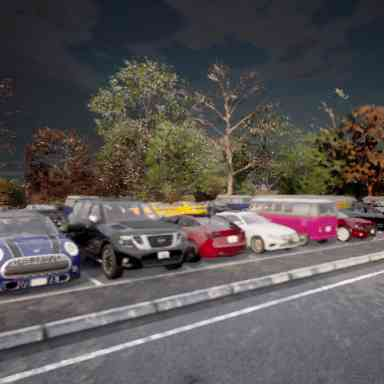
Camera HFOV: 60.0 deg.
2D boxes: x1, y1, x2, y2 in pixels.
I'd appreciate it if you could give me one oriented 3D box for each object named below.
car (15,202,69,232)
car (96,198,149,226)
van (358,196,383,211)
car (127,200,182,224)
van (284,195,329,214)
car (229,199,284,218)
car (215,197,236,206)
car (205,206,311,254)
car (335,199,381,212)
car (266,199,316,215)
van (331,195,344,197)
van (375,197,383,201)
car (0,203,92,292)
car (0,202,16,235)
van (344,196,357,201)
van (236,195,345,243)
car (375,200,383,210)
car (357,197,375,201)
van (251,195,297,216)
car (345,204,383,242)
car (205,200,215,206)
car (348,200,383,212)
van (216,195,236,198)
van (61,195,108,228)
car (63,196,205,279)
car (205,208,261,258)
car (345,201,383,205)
[{"bbox_3d":[-9.746,1.477,21.365,2.231,1.521,4.892,0,0,-35],"label":"car"},{"bbox_3d":[-5.219,1.366,24.560,2.185,1.767,4.553,0,0,-35],"label":"car"},{"bbox_3d":[26.160,1.659,47.106,1.878,1.987,4.442,1,-1,-35],"label":"van"},{"bbox_3d":[-3.080,1.499,26.117,2.097,1.535,5.008,0,0,-35],"label":"car"},{"bbox_3d":[12.756,1.344,37.267,1.878,1.987,4.442,1,0,-35],"label":"van"},{"bbox_3d":[6.151,1.528,32.475,1.946,1.575,5.366,0,0,-36],"label":"car"},{"bbox_3d":[1.534,1.516,29.405,2.231,1.521,4.892,0,0,-35],"label":"car"},{"bbox_3d":[2.191,1.532,13.821,2.002,1.452,4.674,0,0,-35],"label":"car"},{"bbox_3d":[21.819,1.782,43.862,2.097,1.535,5.008,1,-1,-35],"label":"car"},{"bbox_3d":[10.551,1.547,35.844,2.097,1.535,5.008,0,0,-35],"label":"car"},{"bbox_3d":[14.985,1.399,39.141,1.878,1.987,4.442,1,-1,-35],"label":"van"},{"bbox_3d":[15.825,1.313,23.392,1.878,1.987,4.442,0,0,-35],"label":"van"},{"bbox_3d":[-4.604,1.345,9.014,2.185,1.767,4.553,0,0,-35],"label":"car"},{"bbox_3d":[-11.896,1.466,19.614,1.946,1.575,5.366,0,0,-35],"label":"car"},{"bbox_3d":[17.138,1.449,40.676,1.878,1.987,4.442,1,-1,-35],"label":"van"},{"bbox_3d":[4.386,1.274,15.526,1.878,1.987,4.442,0,0,-35],"label":"van"},{"bbox_3d":[30.841,1.991,50.292,2.097,1.535,5.008,1,-1,-35],"label":"car"},{"bbox_3d":[19.479,1.476,42.166,2.435,2.045,5.566,1,-1,-35],"label":"car"},{"bbox_3d":[8.366,1.313,34.137,1.878,1.987,4.442,0,0,-35],"label":"van"},{"bbox_3d":[6.711,1.507,17.046,2.097,1.535,5.008,0,0,-35],"label":"car"},{"bbox_3d":[-0.722,1.507,27.798,2.097,1.535,5.008,0,0,-35],"label":"car"},{"bbox_3d":[24.072,1.874,45.472,2.002,1.452,4.674,1,-1,-35],"label":"car"},{"bbox_3d":[3.719,1.297,31.113,1.878,1.987,4.442,0,0,-35],"label":"van"},{"bbox_3d":[-7.560,1.258,23.074,1.878,1.987,4.442,0,0,-35],"label":"van"},{"bbox_3d":[-2.312,1.224,10.574,2.435,2.045,5.566,0,0,-35],"label":"car"},{"bbox_3d":[-0.085,1.513,12.232,2.163,1.488,4.792,0,0,-35],"label":"car"},{"bbox_3d":[11.252,1.553,20.239,2.163,1.488,4.792,0,0,-36],"label":"car"}]
